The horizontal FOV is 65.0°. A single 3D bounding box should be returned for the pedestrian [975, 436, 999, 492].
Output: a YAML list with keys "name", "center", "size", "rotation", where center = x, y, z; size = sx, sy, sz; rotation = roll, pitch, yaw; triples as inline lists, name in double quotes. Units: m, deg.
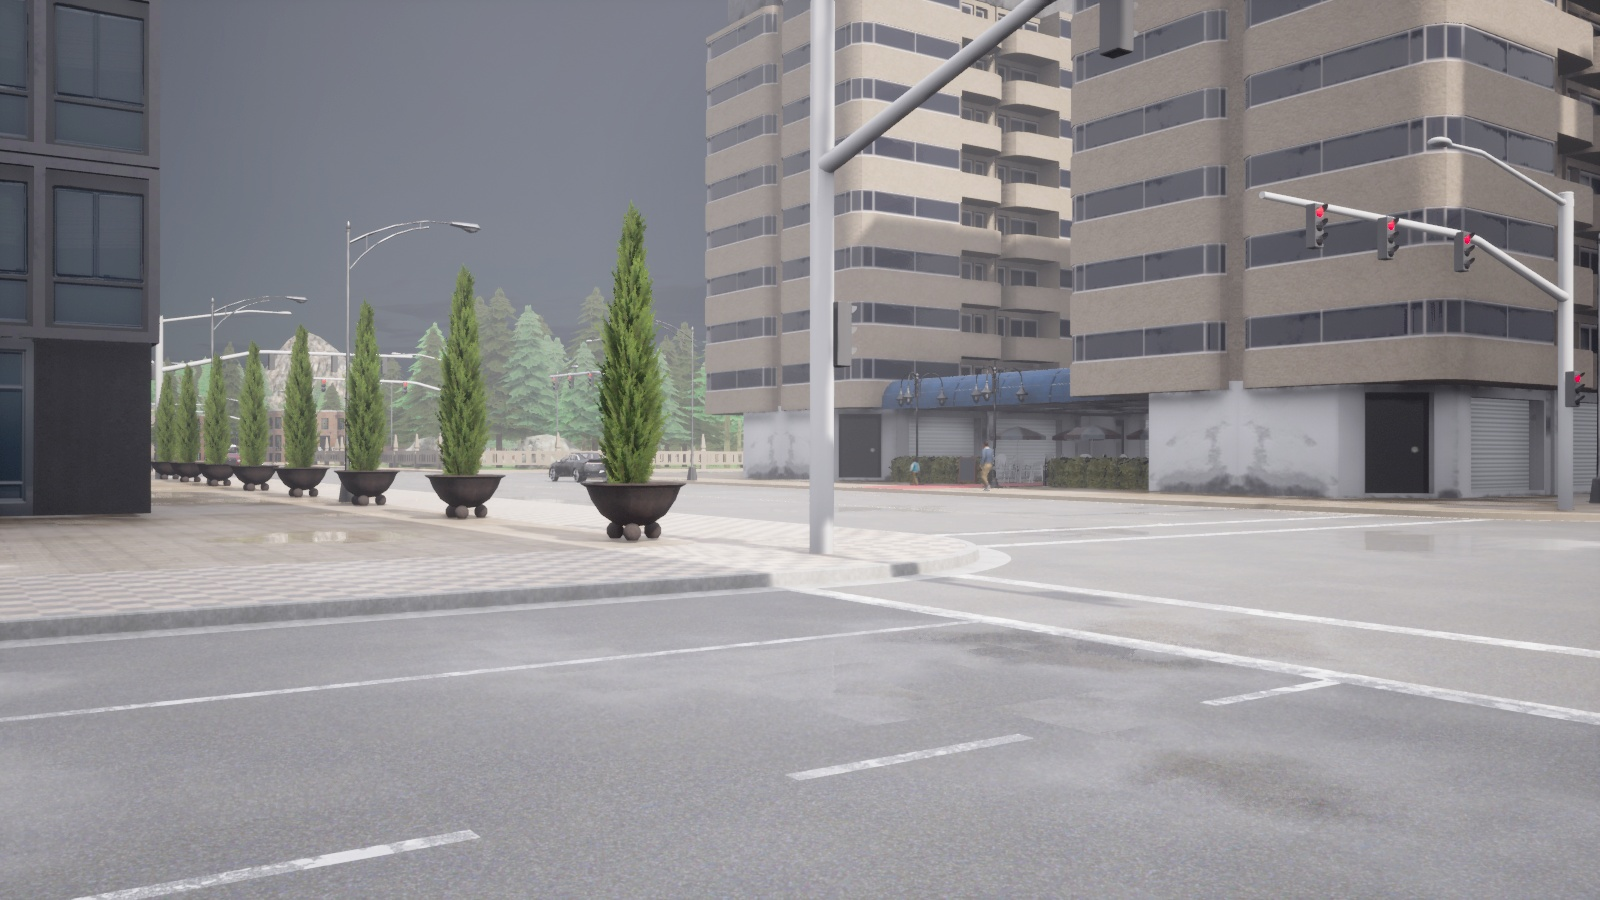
- name: "pedestrian"
  center: [6.546, 0.497, 43.987]
  size: [0.423, 1.949, 0.788]
  rotation: [0, 0, -36]

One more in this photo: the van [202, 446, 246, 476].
- name: "van"
  center: [-40.309, 0.769, 87.841]
  size: [2.069, 2.038, 4.480]
  rotation: [0, 0, -34]

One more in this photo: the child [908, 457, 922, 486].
- name: "child"
  center: [4.669, 0.864, 51.026]
  size: [0.343, 1.192, 0.448]
  rotation: [0, 0, -36]

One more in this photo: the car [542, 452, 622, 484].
- name: "car"
  center: [-11.100, 0.880, 63.618]
  size: [2.128, 1.511, 4.902]
  rotation: [0, 0, -34]
